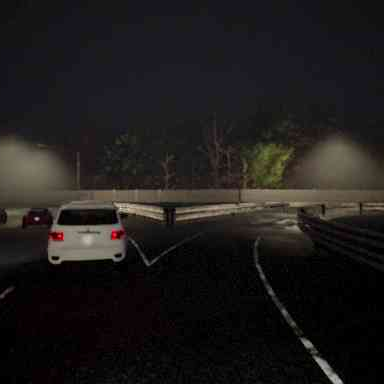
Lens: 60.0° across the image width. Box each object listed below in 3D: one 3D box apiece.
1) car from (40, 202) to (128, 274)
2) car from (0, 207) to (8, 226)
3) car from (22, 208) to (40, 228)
[{"bbox_3d":[-3.398,1.348,11.361,2.150,2.045,5.566,0,-1,-14],"label":"car"},{"bbox_3d":[-15.105,1.626,24.635,2.097,1.767,4.553,0,-1,-21],"label":"car"},{"bbox_3d":[-11.404,1.839,24.784,1.994,1.385,4.181,0,-1,-21],"label":"car"}]
